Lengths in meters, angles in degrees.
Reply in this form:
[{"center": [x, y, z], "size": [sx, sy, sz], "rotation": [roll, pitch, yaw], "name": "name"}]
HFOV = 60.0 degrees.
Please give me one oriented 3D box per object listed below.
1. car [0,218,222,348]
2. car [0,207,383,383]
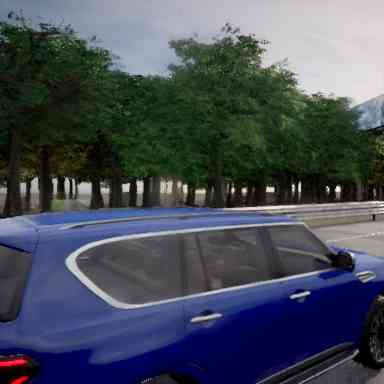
[{"center": [-1.962, 1.477, 6.645], "size": [4.902, 1.511, 2.128], "rotation": [0, 0, -35], "name": "car"}, {"center": [0.353, 1.205, 3.998], "size": [5.566, 2.045, 2.150], "rotation": [0, 0, -35], "name": "car"}]
